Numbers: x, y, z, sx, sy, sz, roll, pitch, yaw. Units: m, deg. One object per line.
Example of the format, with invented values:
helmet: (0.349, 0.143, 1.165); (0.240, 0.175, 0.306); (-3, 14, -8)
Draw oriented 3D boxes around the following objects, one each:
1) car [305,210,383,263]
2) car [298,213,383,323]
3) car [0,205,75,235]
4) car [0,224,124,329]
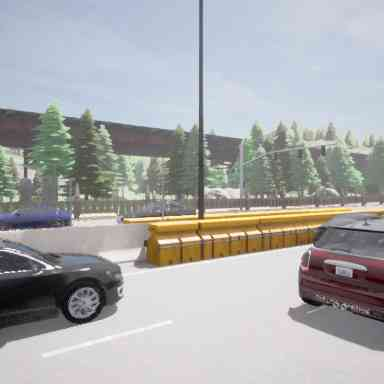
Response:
car: (6.531, 1.525, 12.708); (4.674, 1.442, 1.812); (0, 0, -35)
car: (4.269, 1.352, 6.802); (4.553, 1.767, 2.097); (0, 0, -36)
car: (-9.287, 1.525, 18.817); (4.674, 1.442, 1.812); (0, 0, -35)
car: (-3.557, 1.506, 5.507); (4.892, 1.490, 1.837); (0, 0, -36)
